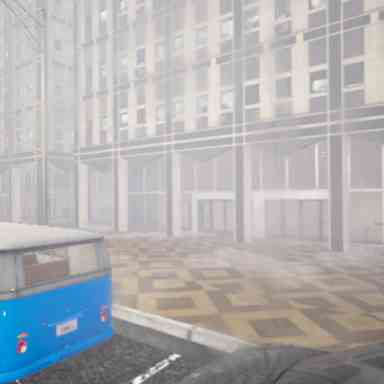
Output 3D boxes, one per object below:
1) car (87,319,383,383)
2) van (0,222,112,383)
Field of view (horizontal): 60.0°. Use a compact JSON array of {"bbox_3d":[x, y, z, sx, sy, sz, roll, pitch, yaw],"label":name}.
[{"bbox_3d":[1.652,1.563,1.698,4.313,1.339,1.947,0,0,36],"label":"car"},{"bbox_3d":[-2.980,1.376,5.011,3.998,1.788,1.690,0,0,36],"label":"van"}]
